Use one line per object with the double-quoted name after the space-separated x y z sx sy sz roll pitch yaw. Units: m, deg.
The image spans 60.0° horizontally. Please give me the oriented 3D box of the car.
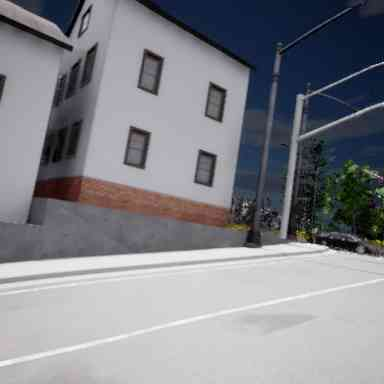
11.765 3.896 25.091 1.837 1.490 4.892 13 -6 -35 "car"
